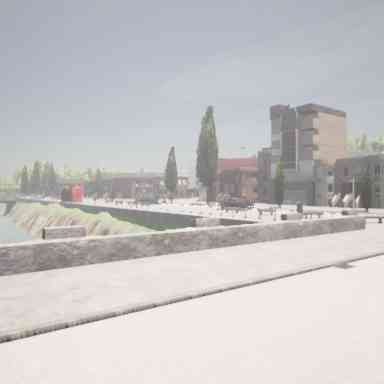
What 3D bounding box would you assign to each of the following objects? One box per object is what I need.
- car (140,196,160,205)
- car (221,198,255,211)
[{"bbox_3d":[-7.499,1.498,58.757,1.837,1.490,4.892,0,0,-35],"label":"car"},{"bbox_3d":[5.513,1.494,40.456,1.837,1.490,4.892,0,0,-36],"label":"car"}]
